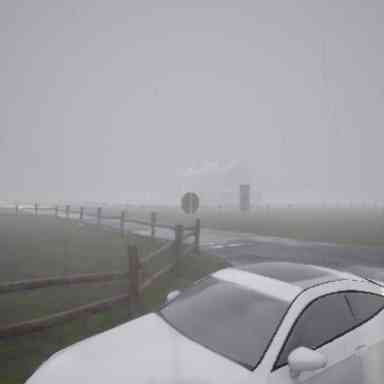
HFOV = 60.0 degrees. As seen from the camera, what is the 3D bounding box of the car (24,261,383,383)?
[{"bbox_3d":[0.760,1.558,3.462,4.674,1.442,1.812,1,0,-35],"label":"car"}]
